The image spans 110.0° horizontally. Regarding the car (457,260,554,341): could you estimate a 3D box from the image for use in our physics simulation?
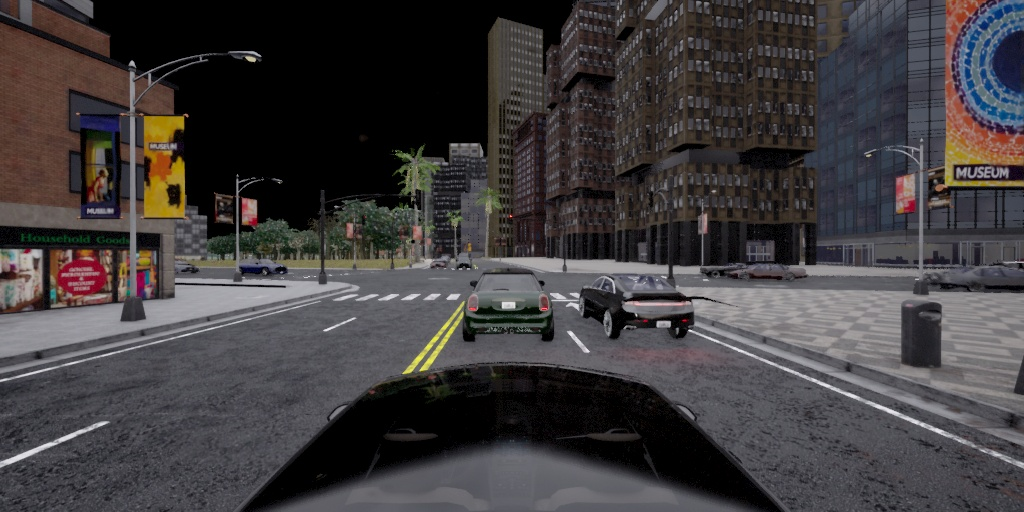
[{"bbox_3d":[-0.122,1.102,10.008,2.097,1.767,4.553,0,0,-1],"label":"car"}]

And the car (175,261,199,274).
[{"bbox_3d":[-35.099,1.182,37.471,4.181,1.385,1.994,0,0,13],"label":"car"}]

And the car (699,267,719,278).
[{"bbox_3d":[19.303,1.280,31.597,4.718,1.301,1.895,0,0,11],"label":"car"}]

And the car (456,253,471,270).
[{"bbox_3d":[-6.388,0.857,47.964,2.097,1.767,4.553,0,1,-7],"label":"car"}]

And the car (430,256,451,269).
[{"bbox_3d":[-9.854,1.057,48.712,1.994,1.385,4.181,0,1,-5],"label":"car"}]

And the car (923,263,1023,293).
[{"bbox_3d":[26.366,1.272,19.724,5.357,1.411,2.033,0,0,13],"label":"car"}]

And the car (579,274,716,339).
[{"bbox_3d":[3.172,1.241,10.058,2.128,1.511,4.902,0,0,-1],"label":"car"}]

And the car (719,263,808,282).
[{"bbox_3d":[19.782,1.240,28.144,5.357,1.411,2.033,0,0,13],"label":"car"}]

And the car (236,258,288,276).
[{"bbox_3d":[-24.289,0.995,34.912,4.553,1.767,2.097,0,0,13],"label":"car"}]
